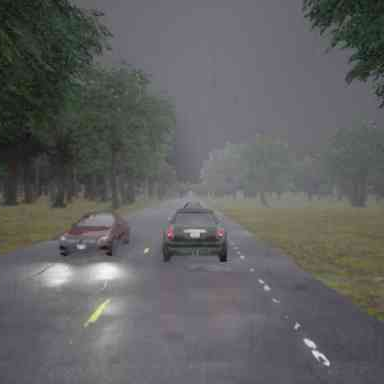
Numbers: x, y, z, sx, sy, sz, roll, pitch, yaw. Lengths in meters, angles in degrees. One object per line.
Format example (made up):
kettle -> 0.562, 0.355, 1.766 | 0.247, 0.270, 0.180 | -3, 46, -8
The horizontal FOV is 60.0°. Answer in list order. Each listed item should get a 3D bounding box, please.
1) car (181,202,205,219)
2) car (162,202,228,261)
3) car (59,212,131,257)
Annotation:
car -> 0.092, 1.625, 30.708 | 1.994, 1.385, 4.181 | 0, 0, 0
car -> 0.097, 1.361, 12.464 | 2.097, 1.767, 4.553 | 0, 0, 0
car -> -3.602, 1.535, 13.138 | 1.812, 1.442, 4.674 | 0, 0, 0
